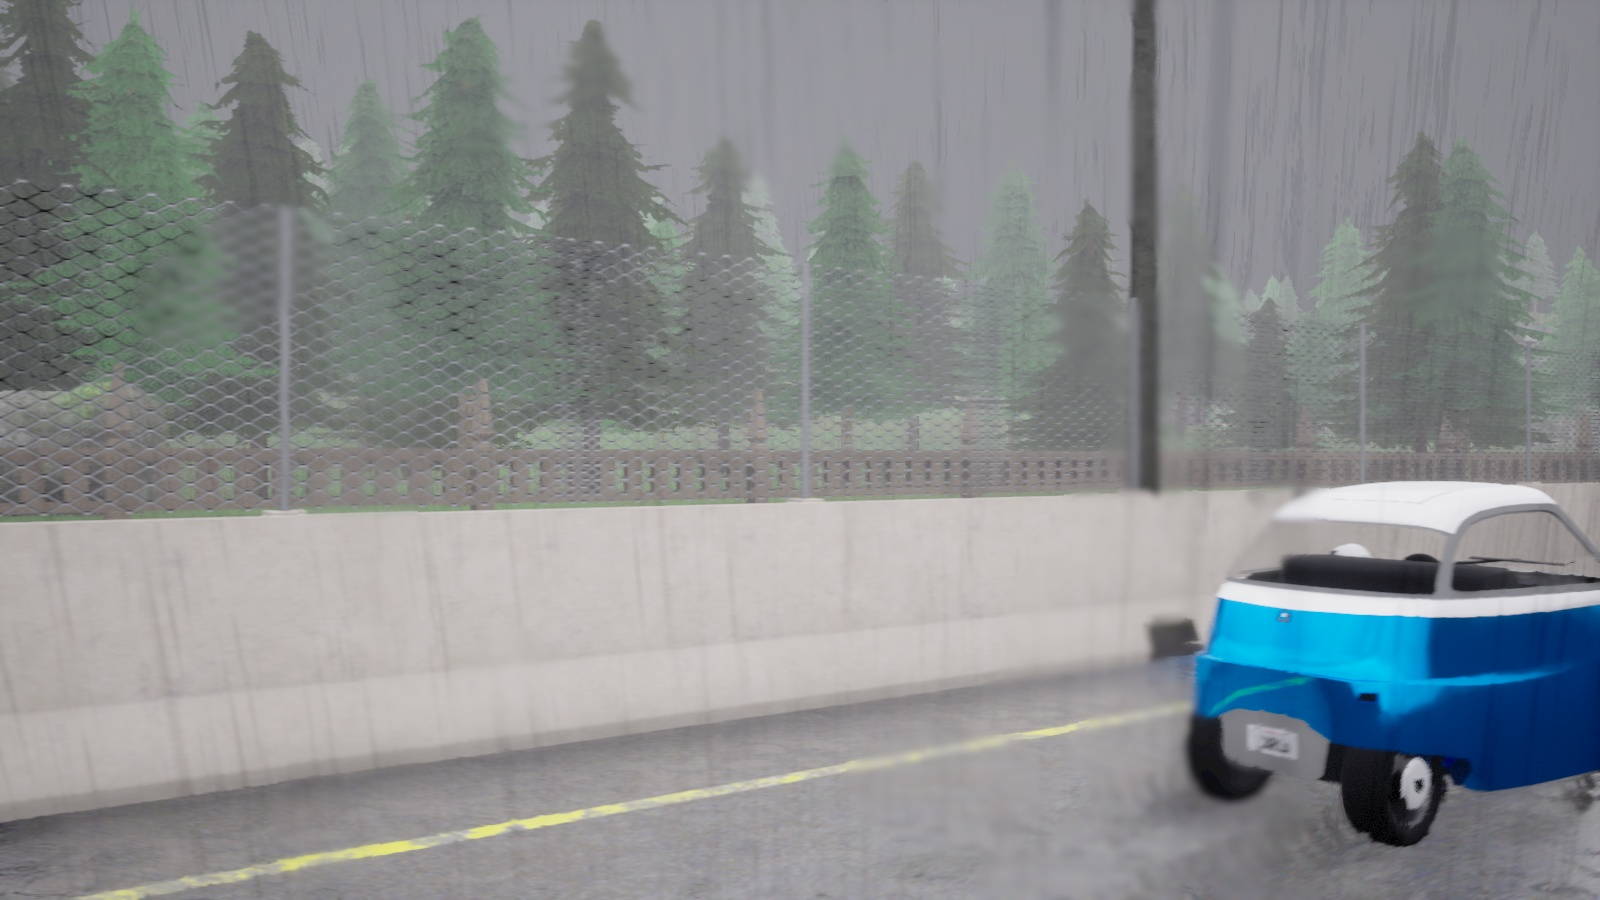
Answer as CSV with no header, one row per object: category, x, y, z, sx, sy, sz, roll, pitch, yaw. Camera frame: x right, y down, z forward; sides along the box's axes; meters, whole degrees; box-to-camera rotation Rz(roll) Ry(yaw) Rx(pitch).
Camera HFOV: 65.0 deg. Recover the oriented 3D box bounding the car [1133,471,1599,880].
car,2.817,0.807,5.619,2.207,1.376,1.481,0,0,-35
